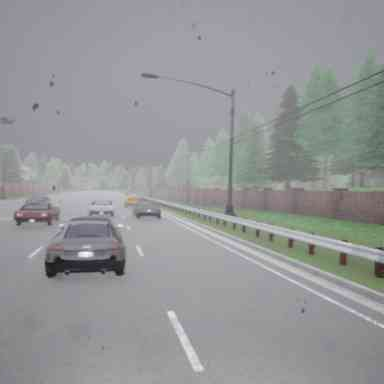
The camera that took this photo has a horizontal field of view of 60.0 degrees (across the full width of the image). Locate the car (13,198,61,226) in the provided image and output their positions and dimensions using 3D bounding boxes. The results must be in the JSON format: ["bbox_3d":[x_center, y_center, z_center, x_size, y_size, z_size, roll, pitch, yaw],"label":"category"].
[{"bbox_3d":[-9.195,1.247,20.171,1.895,1.301,4.718,2,0,-14],"label":"car"}]

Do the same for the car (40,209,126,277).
[{"bbox_3d":[-3.017,1.434,9.883,1.994,1.385,4.181,2,0,-14],"label":"car"}]

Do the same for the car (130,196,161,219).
[{"bbox_3d":[-3.706,1.347,27.006,1.994,1.385,4.181,2,0,-14],"label":"car"}]

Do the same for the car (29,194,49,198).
[{"bbox_3d":[-17.029,0.910,37.096,1.994,1.385,4.181,2,0,-14],"label":"car"}]

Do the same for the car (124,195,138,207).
[{"bbox_3d":[-7.726,1.077,43.123,1.882,1.535,5.008,2,0,-14],"label":"car"}]

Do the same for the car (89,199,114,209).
[{"bbox_3d":[-7.404,1.272,27.436,1.895,1.301,4.718,2,0,-14],"label":"car"}]
